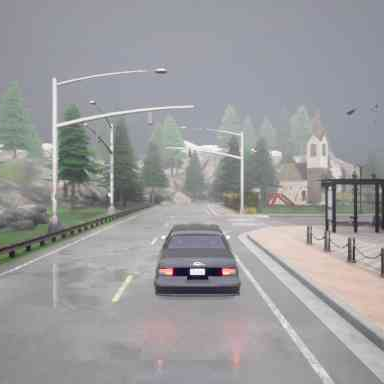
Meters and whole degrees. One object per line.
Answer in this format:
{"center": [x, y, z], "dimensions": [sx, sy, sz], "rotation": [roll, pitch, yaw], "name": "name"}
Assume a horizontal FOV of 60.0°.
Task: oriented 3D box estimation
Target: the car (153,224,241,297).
{"center": [0.103, 1.547, 8.762], "dimensions": [2.033, 1.411, 5.357], "rotation": [0, 0, 0], "name": "car"}
